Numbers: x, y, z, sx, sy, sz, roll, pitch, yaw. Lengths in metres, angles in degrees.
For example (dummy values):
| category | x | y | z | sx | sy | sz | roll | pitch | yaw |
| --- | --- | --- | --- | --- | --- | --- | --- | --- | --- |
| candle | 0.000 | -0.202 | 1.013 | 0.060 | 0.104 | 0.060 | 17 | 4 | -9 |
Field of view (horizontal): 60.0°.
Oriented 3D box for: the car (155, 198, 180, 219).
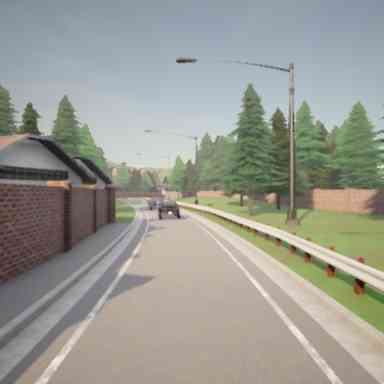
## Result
| category | x | y | z | sx | sy | sz | roll | pitch | yaw |
| --- | --- | --- | --- | --- | --- | --- | --- | --- | --- |
| car | -2.158 | 1.568 | 30.116 | 1.837 | 1.490 | 4.892 | 0 | -2 | -8 |

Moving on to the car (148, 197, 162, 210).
| category | x | y | z | sx | sy | sz | roll | pitch | yaw |
| --- | --- | --- | --- | --- | --- | --- | --- | --- | --- |
| car | -4.696 | 1.456 | 44.395 | 2.097 | 1.767 | 4.553 | 0 | 0 | -12 |
